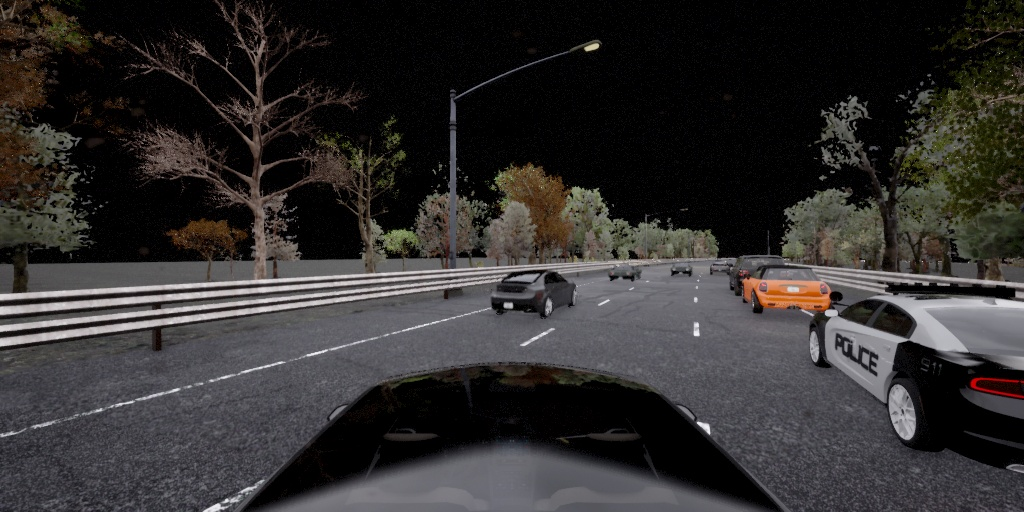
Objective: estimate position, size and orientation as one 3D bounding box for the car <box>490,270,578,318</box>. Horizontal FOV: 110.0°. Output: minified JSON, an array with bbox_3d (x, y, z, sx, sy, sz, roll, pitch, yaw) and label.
[{"bbox_3d":[0.986,1.256,13.152,1.837,1.490,4.892,0,0,27],"label":"car"}]

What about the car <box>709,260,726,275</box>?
[{"bbox_3d":[22.606,1.261,38.994,2.128,1.511,4.902,0,0,30],"label":"car"}]

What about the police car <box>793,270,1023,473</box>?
[{"bbox_3d":[5.644,1.175,4.758,1.930,1.638,5.238,0,0,26],"label":"police car"}]

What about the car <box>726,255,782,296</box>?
[{"bbox_3d":[12.789,0.978,18.759,2.150,2.045,5.566,0,0,28],"label":"car"}]

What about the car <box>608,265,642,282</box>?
[{"bbox_3d":[9.256,1.358,29.038,1.895,1.301,4.718,0,0,28],"label":"car"}]

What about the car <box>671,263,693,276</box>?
[{"bbox_3d":[17.748,1.367,37.304,1.895,1.301,4.718,0,0,29],"label":"car"}]

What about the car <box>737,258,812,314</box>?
[{"bbox_3d":[10.035,1.102,13.446,2.097,1.767,4.553,0,0,27],"label":"car"}]
